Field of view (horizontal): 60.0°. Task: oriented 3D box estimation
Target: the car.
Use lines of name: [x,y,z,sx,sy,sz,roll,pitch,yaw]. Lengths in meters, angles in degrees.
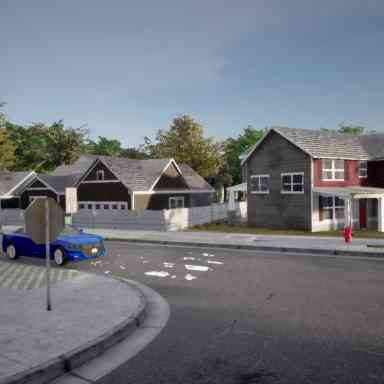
car: [-5.843,2.018,13.947,5.008,1.535,1.882,-2,0,32]
